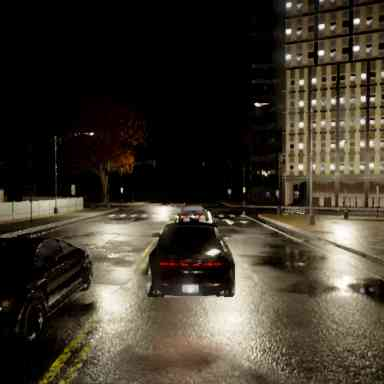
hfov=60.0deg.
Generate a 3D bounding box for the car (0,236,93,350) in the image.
[{"bbox_3d":[-3.327,1.560,6.185,1.994,1.385,4.181,0,0,0],"label":"car"}]

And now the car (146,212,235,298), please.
[{"bbox_3d":[-0.019,1.500,8.498,1.837,1.490,4.892,0,0,0],"label":"car"}]

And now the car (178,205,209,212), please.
[{"bbox_3d":[0.103,1.483,13.321,2.128,1.511,4.902,0,0,0],"label":"car"}]
